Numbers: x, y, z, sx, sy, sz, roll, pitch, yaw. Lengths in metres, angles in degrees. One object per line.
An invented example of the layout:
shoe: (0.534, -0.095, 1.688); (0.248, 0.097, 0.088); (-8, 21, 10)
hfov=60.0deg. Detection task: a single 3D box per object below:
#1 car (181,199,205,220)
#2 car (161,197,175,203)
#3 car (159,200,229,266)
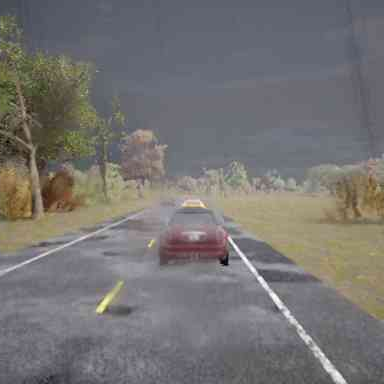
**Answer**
car: (0.088, 1.420, 28.494); (1.882, 1.535, 5.008); (0, 0, 0)
car: (-3.559, 1.456, 49.965); (1.994, 1.385, 4.181); (0, 0, 0)
car: (0.073, 1.329, 11.678); (2.097, 1.767, 4.553); (0, 0, 0)
